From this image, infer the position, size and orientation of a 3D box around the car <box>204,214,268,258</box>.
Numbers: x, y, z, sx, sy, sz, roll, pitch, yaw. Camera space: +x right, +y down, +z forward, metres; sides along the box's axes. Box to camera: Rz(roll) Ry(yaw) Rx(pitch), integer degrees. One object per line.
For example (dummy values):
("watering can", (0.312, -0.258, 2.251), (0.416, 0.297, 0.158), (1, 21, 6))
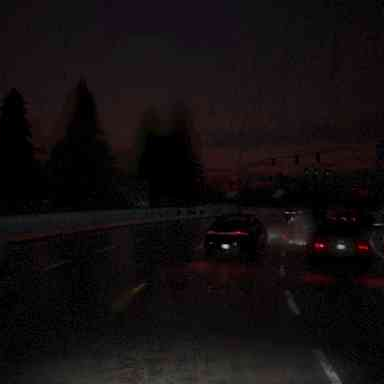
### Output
("car", (1.909, 1.622, 13.424), (2.128, 1.511, 4.902), (0, 0, 19))

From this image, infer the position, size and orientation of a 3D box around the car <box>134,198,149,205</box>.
("car", (-10.892, 2.047, 72.967), (2.097, 1.767, 4.553), (1, -1, -38))

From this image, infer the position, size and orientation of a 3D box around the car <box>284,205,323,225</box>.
("car", (8.838, 1.758, 25.886), (2.128, 1.511, 4.902), (0, -1, 40))

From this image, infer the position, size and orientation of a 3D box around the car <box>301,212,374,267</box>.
("car", (5.125, 1.675, 12.068), (2.033, 1.411, 5.357), (0, -1, 18))

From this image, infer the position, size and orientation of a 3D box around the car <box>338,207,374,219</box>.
("car", (11.350, 1.798, 23.459), (2.033, 1.411, 5.357), (0, -1, 39))

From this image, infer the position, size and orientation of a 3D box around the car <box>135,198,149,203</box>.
("car", (-13.193, 2.252, 87.389), (1.994, 1.385, 4.181), (1, -1, -38))

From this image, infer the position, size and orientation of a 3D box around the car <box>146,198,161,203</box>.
("car", (-10.423, 2.252, 89.529), (1.812, 1.442, 4.674), (1, -1, -38))
